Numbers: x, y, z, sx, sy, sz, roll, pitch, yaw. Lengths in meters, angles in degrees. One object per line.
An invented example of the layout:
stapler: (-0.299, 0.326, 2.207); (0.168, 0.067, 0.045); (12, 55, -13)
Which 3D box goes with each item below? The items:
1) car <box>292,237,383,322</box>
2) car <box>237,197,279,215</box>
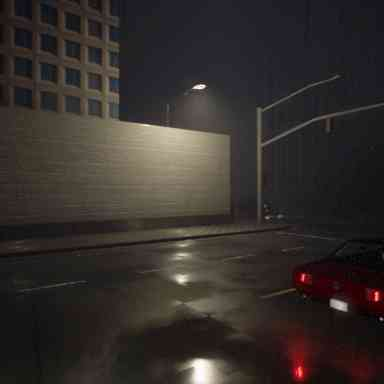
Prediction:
car: (4.276, 1.601, 6.822); (4.718, 1.301, 1.895); (0, 0, -35)
car: (6.800, 1.407, 34.659); (2.097, 1.767, 4.553); (0, 0, -35)
